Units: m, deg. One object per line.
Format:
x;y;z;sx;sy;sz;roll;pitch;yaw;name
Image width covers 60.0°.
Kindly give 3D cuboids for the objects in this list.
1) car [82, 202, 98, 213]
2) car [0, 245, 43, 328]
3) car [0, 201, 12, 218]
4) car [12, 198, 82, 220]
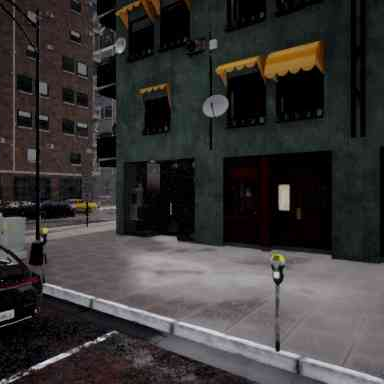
-10.958;1.250;30.486;1.752;1.417;4.829;1;1;35;car
-4.469;1.552;6.054;4.403;1.369;2.008;0;0;35;car
-14.045;1.350;26.058;2.008;1.369;4.403;1;1;35;car
-11.111;1.342;25.756;1.994;1.385;4.181;0;1;35;car
